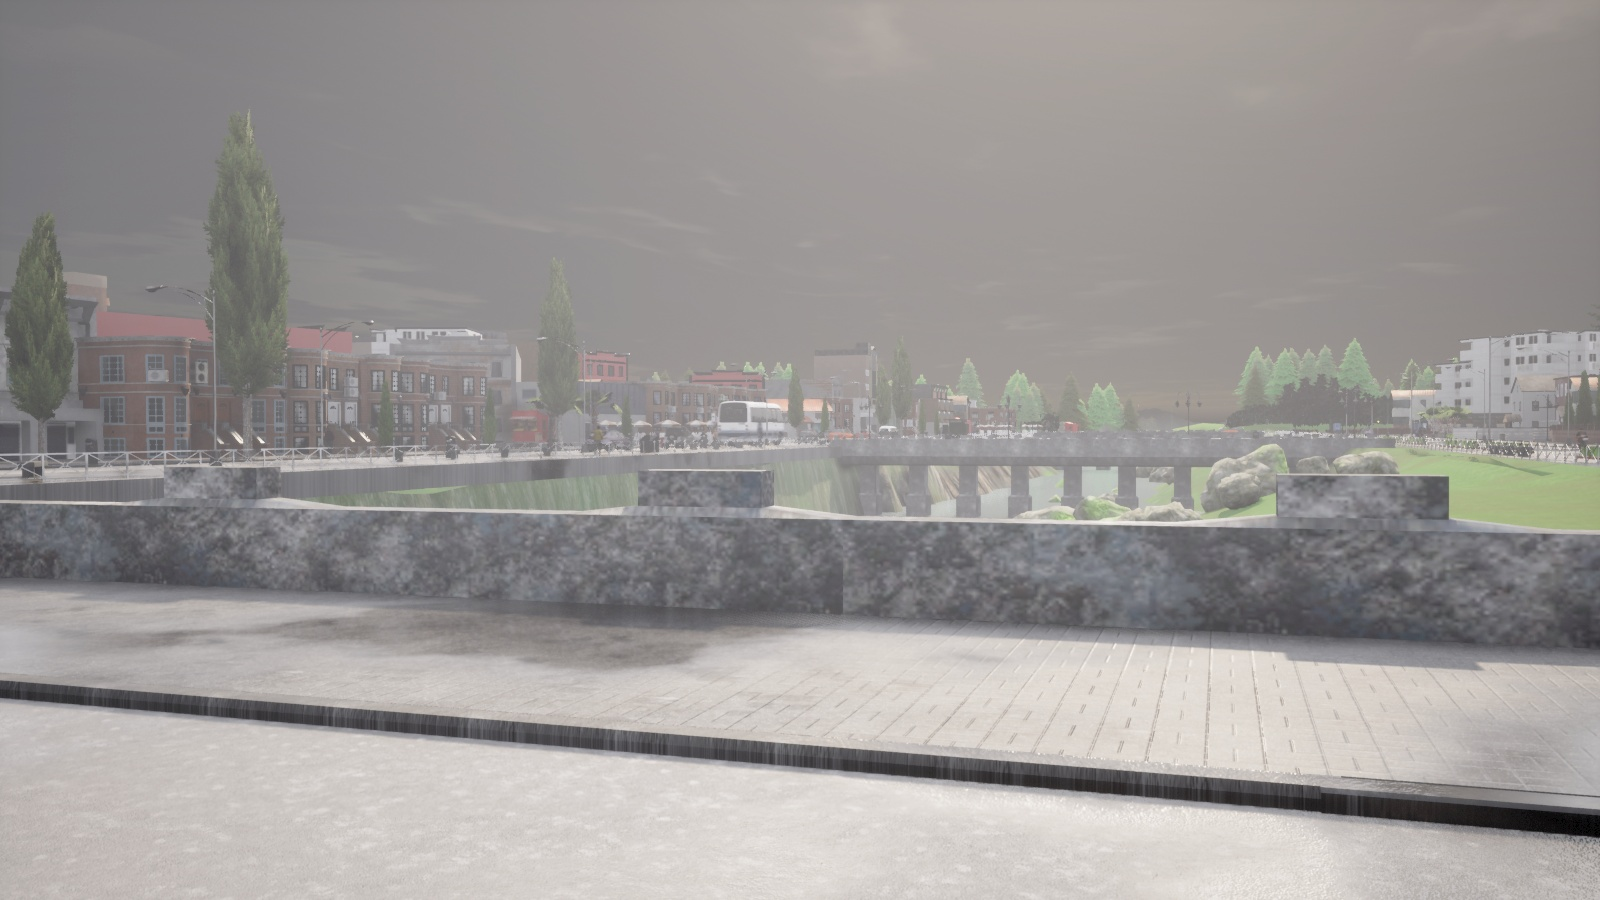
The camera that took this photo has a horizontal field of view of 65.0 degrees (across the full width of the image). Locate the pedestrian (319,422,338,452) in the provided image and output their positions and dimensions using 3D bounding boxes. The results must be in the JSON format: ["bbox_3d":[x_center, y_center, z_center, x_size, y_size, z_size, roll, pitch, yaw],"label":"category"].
[{"bbox_3d":[-29.192,-0.818,77.756,0.634,1.844,0.899,1,1,19],"label":"pedestrian"}]

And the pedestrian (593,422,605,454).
[{"bbox_3d":[-11.683,-0.675,72.941,0.431,1.840,0.709,0,1,17],"label":"pedestrian"}]

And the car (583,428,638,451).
[{"bbox_3d":[-13.945,-0.780,92.670,2.033,1.649,4.856,1,1,19],"label":"car"}]
